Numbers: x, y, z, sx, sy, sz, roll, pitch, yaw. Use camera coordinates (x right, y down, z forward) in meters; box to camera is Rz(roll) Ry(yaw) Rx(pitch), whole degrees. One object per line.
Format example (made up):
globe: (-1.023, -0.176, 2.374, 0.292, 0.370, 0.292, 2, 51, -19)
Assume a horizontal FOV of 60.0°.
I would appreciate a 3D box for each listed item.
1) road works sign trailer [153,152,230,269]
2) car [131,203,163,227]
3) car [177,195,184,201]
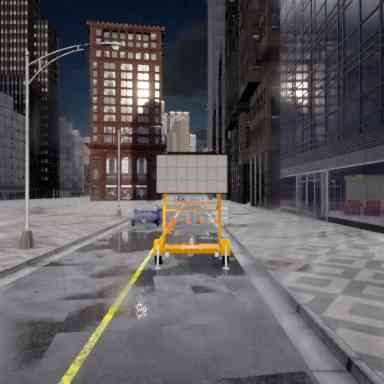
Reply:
road works sign trailer: (-0.002, 0.465, 11.085, 2.380, 3.560, 2.880, 0, 0, 0)
car: (-3.006, 1.534, 23.102, 1.812, 1.442, 4.674, 0, 0, 0)
car: (-3.024, 1.684, 90.150, 2.128, 1.511, 4.902, 0, 0, 0)
